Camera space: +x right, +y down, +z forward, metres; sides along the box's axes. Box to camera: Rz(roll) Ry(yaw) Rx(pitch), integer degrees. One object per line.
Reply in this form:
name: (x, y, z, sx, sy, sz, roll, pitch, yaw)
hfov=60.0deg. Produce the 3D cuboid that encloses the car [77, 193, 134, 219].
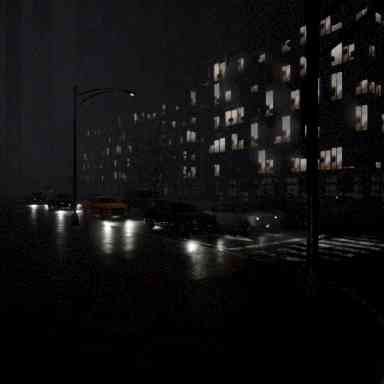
car: (-6.551, 1.058, 24.742, 1.882, 1.535, 5.008, 0, 1, -38)

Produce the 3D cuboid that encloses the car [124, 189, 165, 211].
car: (-3.569, 0.810, 26.206, 2.150, 2.045, 5.566, 0, 1, -38)

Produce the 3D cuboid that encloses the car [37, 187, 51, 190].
car: (-28.548, -0.025, 63.726, 2.150, 2.045, 5.566, 0, 1, -38)

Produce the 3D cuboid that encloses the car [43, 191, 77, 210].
car: (-12.828, 0.898, 32.755, 1.837, 1.490, 4.892, 0, 1, -38)

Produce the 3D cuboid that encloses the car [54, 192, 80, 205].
car: (-15.837, 0.749, 41.938, 1.812, 1.442, 4.674, 0, 1, -38)

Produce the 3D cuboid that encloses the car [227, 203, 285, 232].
car: (2.464, 1.368, 18.554, 1.895, 1.301, 4.718, 0, 1, -39)

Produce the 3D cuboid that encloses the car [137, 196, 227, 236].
car: (-0.704, 1.231, 17.297, 1.882, 1.535, 5.008, 0, 1, -37)

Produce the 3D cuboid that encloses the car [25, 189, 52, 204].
car: (-19.193, 0.707, 40.968, 1.837, 1.490, 4.892, 0, 1, -37)

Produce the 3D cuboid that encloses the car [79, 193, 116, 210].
car: (-9.737, 0.883, 34.087, 1.882, 1.535, 5.008, 0, 1, -38)

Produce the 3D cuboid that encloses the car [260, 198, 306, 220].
car: (6.071, 1.190, 24.666, 1.882, 1.535, 5.008, 0, 1, -38)
